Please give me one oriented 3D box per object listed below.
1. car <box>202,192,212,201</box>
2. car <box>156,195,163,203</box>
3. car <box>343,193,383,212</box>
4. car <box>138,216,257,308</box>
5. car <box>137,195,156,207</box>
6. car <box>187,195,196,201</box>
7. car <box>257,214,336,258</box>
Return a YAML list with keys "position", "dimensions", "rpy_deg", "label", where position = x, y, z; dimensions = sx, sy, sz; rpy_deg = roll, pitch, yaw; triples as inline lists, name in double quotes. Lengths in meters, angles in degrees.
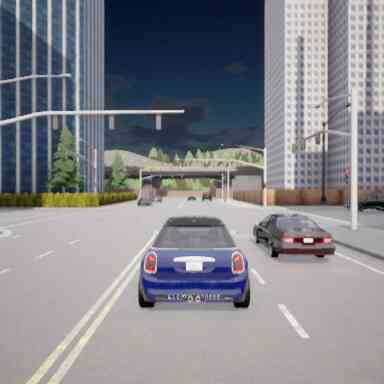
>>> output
- position: [3.460, 1.093, 77.779]
  dimensions: [2.150, 2.045, 5.566]
  rpy_deg: [0, 0, 0]
  label: "car"
- position: [-7.051, 1.397, 67.335]
  dimensions: [2.128, 1.511, 4.902]
  rpy_deg: [0, 0, 0]
  label: "car"
- position: [19.750, 1.169, 36.656]
  dimensions: [5.566, 2.045, 2.150]
  rpy_deg: [0, 0, 0]
  label: "car"
- position: [0.055, 1.341, 8.058]
  dimensions: [2.097, 1.767, 4.553]
  rpy_deg: [0, 0, 0]
  label: "car"
- position: [-7.106, 1.433, 50.360]
  dimensions: [1.837, 1.490, 4.892]
  rpy_deg: [0, 0, 0]
  label: "car"
- position: [-0.040, 1.392, 77.748]
  dimensions: [1.812, 1.442, 4.674]
  rpy_deg: [0, 0, 0]
  label: "car"
- position: [3.604, 1.529, 12.688]
  dimensions: [2.033, 1.411, 5.357]
  rpy_deg: [0, 0, 1]
  label: "car"
